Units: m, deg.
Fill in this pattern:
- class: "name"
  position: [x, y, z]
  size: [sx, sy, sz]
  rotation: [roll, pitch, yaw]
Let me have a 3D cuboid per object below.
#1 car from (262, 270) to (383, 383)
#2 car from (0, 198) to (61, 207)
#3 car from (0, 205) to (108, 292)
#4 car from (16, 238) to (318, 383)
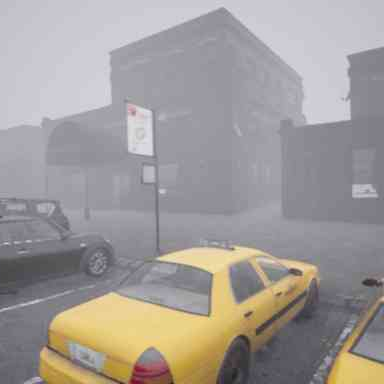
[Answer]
- class: "car"
  position: [2.766, 1.477, 3.525]
  size: [1.946, 1.575, 5.366]
  rotation: [0, 0, 36]
- class: "car"
  position: [-6.339, 1.228, 9.761]
  size: [2.435, 2.045, 5.566]
  rotation: [0, 0, 36]
- class: "car"
  position: [-4.096, 1.354, 8.156]
  size: [2.185, 1.767, 4.553]
  rotation: [0, 0, 36]
- class: "car"
  position: [0.519, 1.478, 5.128]
  size: [1.946, 1.575, 5.366]
  rotation: [0, 0, 36]
